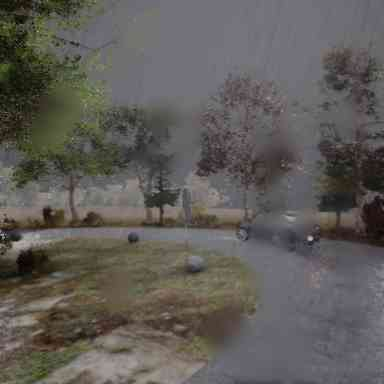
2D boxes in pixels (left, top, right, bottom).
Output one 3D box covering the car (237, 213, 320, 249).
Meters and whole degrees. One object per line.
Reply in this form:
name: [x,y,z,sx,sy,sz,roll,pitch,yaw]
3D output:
car: [4.068,1.808,16.441,1.837,1.490,4.892,2,-2,-24]
